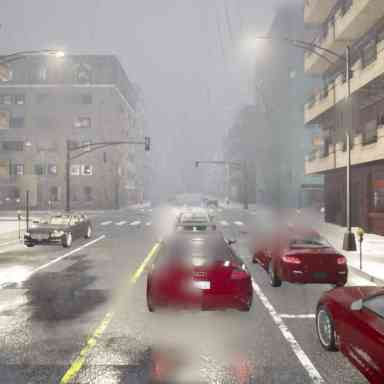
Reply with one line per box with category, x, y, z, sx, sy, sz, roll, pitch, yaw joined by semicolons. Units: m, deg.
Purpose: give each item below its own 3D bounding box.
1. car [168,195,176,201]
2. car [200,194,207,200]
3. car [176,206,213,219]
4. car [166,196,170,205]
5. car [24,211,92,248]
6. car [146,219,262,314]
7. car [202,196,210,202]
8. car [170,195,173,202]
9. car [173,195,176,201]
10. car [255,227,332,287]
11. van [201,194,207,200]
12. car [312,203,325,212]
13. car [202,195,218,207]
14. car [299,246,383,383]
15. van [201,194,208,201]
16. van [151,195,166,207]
car;-5.160;1.554;86.787;1.887;1.381;4.507;1;0;0
car;3.084;1.558;69.685;2.008;1.369;4.403;1;0;0
car;0.128;1.604;16.518;1.895;1.301;4.718;0;0;0
car;-5.386;1.574;58.434;1.947;1.339;4.313;1;0;0
car;-5.747;1.554;14.727;2.008;1.369;4.403;1;0;0
car;0.118;1.566;7.701;1.994;1.385;4.181;0;0;-1
car;3.129;1.590;75.355;1.802;1.307;4.206;1;0;0
car;-5.339;1.448;64.105;1.967;1.590;4.097;1;0;0
car;-5.250;1.575;75.446;1.947;1.339;4.313;1;0;0
car;2.681;1.584;8.975;1.802;1.307;4.206;1;0;0
van;3.268;1.350;92.365;1.690;1.788;3.998;1;0;0
car;15.605;1.518;36.850;4.507;1.381;1.887;0;-1;1
car;3.043;1.558;51.097;2.008;1.369;4.403;1;0;0
car;2.672;1.583;3.304;1.802;1.307;4.206;1;0;0
van;3.223;1.349;86.695;1.690;1.788;3.998;1;0;0
van;-5.502;1.349;52.772;1.690;1.788;3.998;1;0;0
